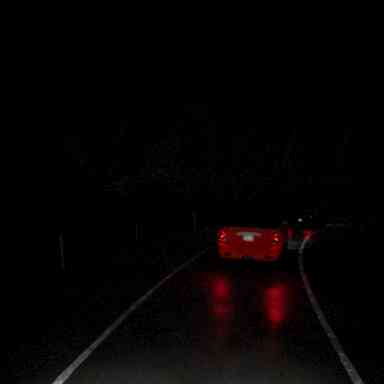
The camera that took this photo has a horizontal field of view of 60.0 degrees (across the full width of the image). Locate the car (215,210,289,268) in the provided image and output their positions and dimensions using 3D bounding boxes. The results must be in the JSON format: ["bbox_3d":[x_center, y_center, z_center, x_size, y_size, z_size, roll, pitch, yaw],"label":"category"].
[{"bbox_3d":[2.295,1.404,11.864,2.097,1.767,4.553,1,0,17],"label":"car"}]

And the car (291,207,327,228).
[{"bbox_3d":[8.992,1.882,25.548,1.812,1.442,4.674,2,-1,34],"label":"car"}]
